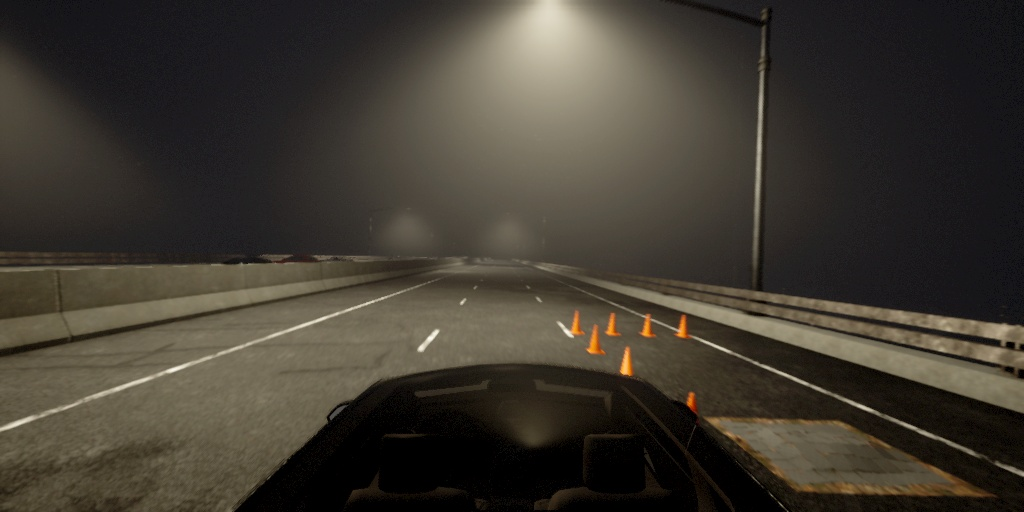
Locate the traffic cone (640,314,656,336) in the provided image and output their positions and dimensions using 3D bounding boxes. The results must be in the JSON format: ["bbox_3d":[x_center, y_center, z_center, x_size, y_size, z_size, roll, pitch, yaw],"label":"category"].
[{"bbox_3d":[3.779,1.901,9.982,0.340,0.580,0.340,0,0,-2],"label":"traffic cone"}]

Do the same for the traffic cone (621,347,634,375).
[{"bbox_3d":[1.895,1.804,5.928,0.340,0.580,0.340,0,0,-2],"label":"traffic cone"}]

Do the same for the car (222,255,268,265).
[{"bbox_3d":[-21.828,0.572,29.791,1.994,1.385,4.181,2,0,-1],"label":"car"}]

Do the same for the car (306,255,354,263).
[{"bbox_3d":[-14.848,0.785,30.362,2.128,1.511,4.902,2,0,-1],"label":"car"}]

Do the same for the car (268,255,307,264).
[{"bbox_3d":[-18.363,0.631,31.045,1.882,1.535,5.008,2,-1,-1],"label":"car"}]

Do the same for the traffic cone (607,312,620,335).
[{"bbox_3d":[2.780,1.861,9.954,0.340,0.580,0.340,0,0,-2],"label":"traffic cone"}]

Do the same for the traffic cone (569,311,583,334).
[{"bbox_3d":[1.782,1.820,9.926,0.340,0.580,0.340,0,0,-2],"label":"traffic cone"}]

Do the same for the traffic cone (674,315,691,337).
[{"bbox_3d":[4.778,1.942,10.011,0.340,0.580,0.340,0,0,-2],"label":"traffic cone"}]

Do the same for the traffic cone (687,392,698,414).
[{"bbox_3d":[1.952,1.796,3.928,0.340,0.580,0.340,0,0,-2],"label":"traffic cone"}]

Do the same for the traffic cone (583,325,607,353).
[{"bbox_3d":[1.839,1.812,7.927,0.340,0.580,0.340,0,0,-2],"label":"traffic cone"}]
